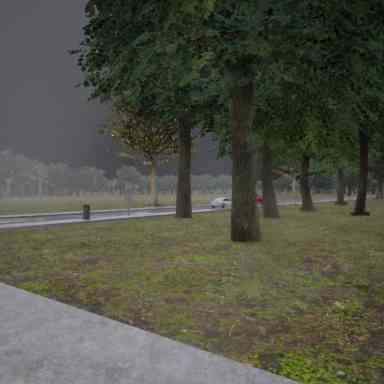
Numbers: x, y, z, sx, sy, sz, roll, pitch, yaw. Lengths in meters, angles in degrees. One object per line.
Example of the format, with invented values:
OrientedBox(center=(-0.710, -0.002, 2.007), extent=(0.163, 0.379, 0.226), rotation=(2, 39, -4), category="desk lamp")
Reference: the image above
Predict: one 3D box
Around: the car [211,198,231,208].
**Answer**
OrientedBox(center=(4.461, 1.575, 47.784), extent=(1.812, 1.442, 4.674), rotation=(0, 0, 36), category="car")

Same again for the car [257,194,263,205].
OrientedBox(center=(10.233, 1.274, 55.824), extent=(2.150, 2.045, 5.566), rotation=(0, 0, 36), category="car")
